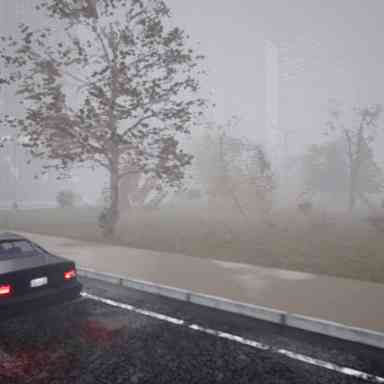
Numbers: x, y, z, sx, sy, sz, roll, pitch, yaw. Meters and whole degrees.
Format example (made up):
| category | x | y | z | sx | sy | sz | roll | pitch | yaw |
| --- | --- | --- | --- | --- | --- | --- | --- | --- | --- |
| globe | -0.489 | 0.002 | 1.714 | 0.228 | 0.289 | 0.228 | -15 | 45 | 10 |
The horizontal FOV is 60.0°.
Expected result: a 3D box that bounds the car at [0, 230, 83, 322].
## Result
| category | x | y | z | sx | sy | sz | roll | pitch | yaw |
| --- | --- | --- | --- | --- | --- | --- | --- | --- | --- |
| car | -4.563 | 1.523 | 6.940 | 5.357 | 1.411 | 2.033 | 0 | 0 | 36 |
